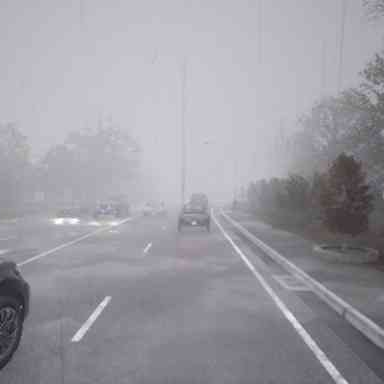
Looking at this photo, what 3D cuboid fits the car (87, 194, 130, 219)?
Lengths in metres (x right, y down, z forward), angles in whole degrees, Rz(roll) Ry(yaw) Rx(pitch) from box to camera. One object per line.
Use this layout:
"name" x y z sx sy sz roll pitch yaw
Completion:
"car" -6.920 1.166 28.882 2.150 2.045 5.566 0 0 2

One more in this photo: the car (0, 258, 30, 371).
"car" -3.402 1.210 2.414 2.150 2.045 5.566 0 0 0

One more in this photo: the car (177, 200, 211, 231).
"car" 0.128 1.441 20.172 2.128 1.511 4.902 0 0 0

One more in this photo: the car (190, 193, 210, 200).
"car" 0.962 1.153 41.685 2.150 2.045 5.566 0 0 5

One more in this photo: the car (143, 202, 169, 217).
"car" -3.185 1.541 30.287 1.895 1.301 4.718 0 0 2

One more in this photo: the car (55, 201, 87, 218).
"car" -10.381 1.505 29.436 1.994 1.385 4.181 0 0 2
